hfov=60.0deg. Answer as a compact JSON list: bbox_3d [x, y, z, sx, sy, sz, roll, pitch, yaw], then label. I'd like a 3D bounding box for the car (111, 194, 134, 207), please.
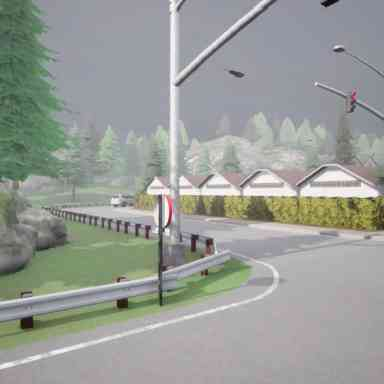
[{"bbox_3d":[-10.518,1.398,53.859,2.150,2.045,5.566,0,0,36],"label":"car"}]
